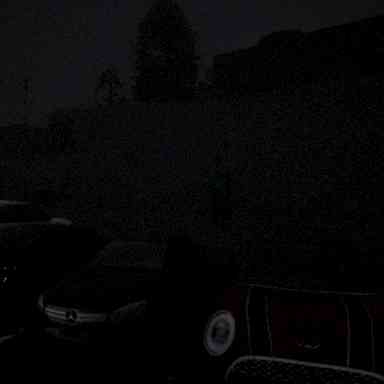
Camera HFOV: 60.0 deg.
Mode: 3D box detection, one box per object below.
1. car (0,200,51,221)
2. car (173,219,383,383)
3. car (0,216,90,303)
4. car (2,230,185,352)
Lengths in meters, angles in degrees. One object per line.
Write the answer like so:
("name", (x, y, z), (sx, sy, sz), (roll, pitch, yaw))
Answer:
("car", (-5.808, 1.237, 9.996), (2.435, 2.045, 5.566), (0, -1, 16))
("car", (1.523, 1.365, 4.754), (2.185, 1.767, 4.553), (0, -1, 16))
("car", (-3.371, 1.523, 8.248), (2.163, 1.488, 4.792), (0, -1, 16))
("car", (-0.925, 1.538, 6.469), (2.002, 1.452, 4.674), (1, -1, 16))
